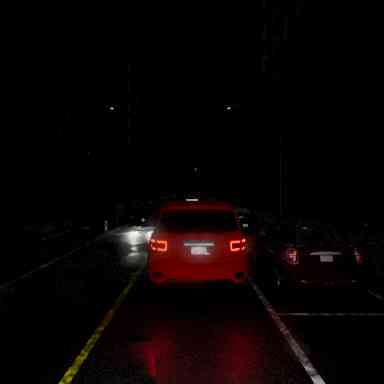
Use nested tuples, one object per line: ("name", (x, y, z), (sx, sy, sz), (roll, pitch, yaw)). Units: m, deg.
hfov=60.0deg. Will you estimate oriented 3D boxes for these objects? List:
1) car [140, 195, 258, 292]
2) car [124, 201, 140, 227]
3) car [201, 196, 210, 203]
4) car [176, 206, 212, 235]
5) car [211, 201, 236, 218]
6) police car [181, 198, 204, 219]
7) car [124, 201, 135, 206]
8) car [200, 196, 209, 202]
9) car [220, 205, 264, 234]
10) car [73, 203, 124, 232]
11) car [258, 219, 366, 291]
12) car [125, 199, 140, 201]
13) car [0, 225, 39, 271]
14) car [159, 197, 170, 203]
("car", (0.108, 1.221, 9.082), (2.150, 2.045, 5.566), (0, 0, -1))
("car", (-3.065, 1.565, 22.867), (1.994, 1.385, 4.181), (0, 0, 0))
("car", (2.933, 1.579, 73.673), (1.752, 1.417, 4.829), (0, 0, 0))
("car", (0.108, 1.602, 19.852), (1.895, 1.301, 4.718), (0, 0, 0))
("car", (2.869, 1.569, 31.003), (1.947, 1.339, 4.313), (0, 0, 0))
("police car", (0.014, 1.428, 30.116), (1.930, 1.638, 5.238), (0, 0, 0))
("car", (-5.660, 1.584, 25.506), (1.802, 1.307, 4.206), (0, 0, 0))
("car", (2.946, 1.616, 78.911), (2.008, 1.369, 4.403), (0, 0, 0))
("car", (2.863, 1.552, 20.001), (2.008, 1.369, 4.403), (0, 0, 0))
("car", (-5.662, 1.567, 20.005), (1.947, 1.339, 4.313), (0, 0, 0))
("car", (2.858, 1.440, 8.998), (1.967, 1.590, 4.097), (0, 0, 0))
("car", (-5.657, 1.443, 31.008), (1.967, 1.590, 4.097), (0, 0, 0))
("car", (-5.667, 1.582, 9.002), (1.802, 1.307, 4.206), (0, 0, 0))
("car", (-5.604, 1.626, 68.111), (1.802, 1.307, 4.206), (0, 0, 0))
